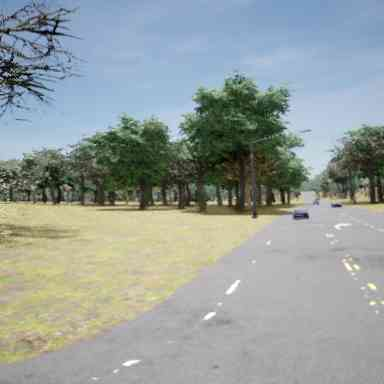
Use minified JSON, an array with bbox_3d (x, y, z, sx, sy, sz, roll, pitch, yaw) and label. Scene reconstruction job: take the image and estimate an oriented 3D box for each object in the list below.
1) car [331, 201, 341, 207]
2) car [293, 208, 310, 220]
[{"bbox_3d":[32.139,2.741,74.410,1.895,1.301,4.718,-4,-2,18],"label":"car"},{"bbox_3d":[13.125,2.601,40.041,1.895,1.301,4.718,-4,-2,19],"label":"car"}]
